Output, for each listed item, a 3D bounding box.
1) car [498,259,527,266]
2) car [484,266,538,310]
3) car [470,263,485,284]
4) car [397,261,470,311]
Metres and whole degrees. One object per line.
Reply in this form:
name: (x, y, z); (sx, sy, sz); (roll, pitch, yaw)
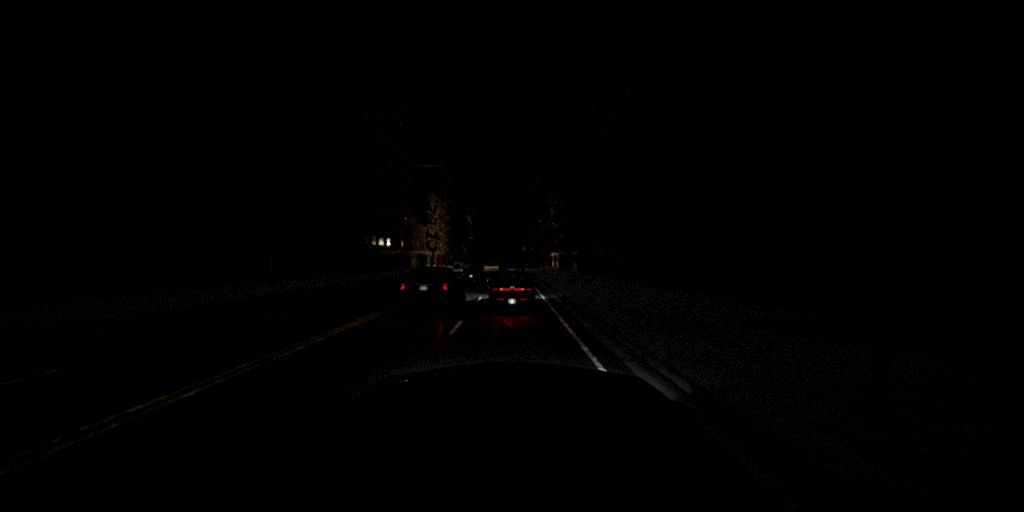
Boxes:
car: (0.010, 1.220, 29.422); (2.150, 2.045, 5.566); (0, 0, 0)
car: (0.021, 1.384, 15.370); (1.837, 1.490, 4.892); (0, 0, 1)
car: (-3.230, 1.567, 30.292); (1.994, 1.385, 4.181); (0, 0, 0)
car: (-3.229, 1.227, 15.270); (2.097, 1.767, 4.553); (0, -1, 0)
